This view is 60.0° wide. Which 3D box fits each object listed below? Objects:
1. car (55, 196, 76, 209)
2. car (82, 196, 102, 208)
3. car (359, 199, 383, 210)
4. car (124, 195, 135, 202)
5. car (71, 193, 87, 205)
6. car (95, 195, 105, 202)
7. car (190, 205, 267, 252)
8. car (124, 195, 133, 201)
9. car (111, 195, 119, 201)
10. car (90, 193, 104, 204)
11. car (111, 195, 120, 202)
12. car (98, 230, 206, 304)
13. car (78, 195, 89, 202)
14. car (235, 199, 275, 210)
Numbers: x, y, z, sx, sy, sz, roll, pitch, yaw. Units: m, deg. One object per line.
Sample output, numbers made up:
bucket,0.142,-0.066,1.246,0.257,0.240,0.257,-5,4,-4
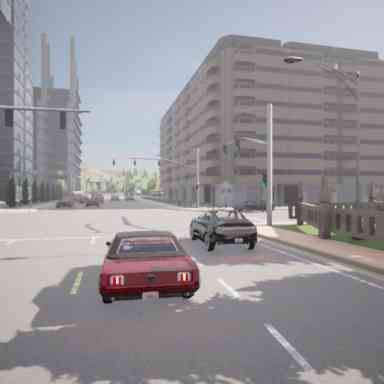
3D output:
car,-17.396,1.597,45.468,1.895,1.301,4.718,0,0,-14
car,-14.703,1.596,49.235,1.895,1.301,4.718,0,0,-13
car,22.974,1.599,41.748,5.357,1.411,2.033,0,0,-14
car,-14.764,1.584,79.457,1.895,1.301,4.718,0,0,-14
car,-20.997,1.214,60.461,2.150,2.045,5.566,0,0,-13
car,-21.503,1.508,77.546,2.128,1.511,4.902,0,0,-14
car,1.155,1.490,14.081,2.128,1.511,4.902,0,0,-12
car,-17.135,1.527,89.204,2.033,1.411,5.357,0,0,-14
car,-20.536,1.540,88.376,1.994,1.385,4.181,0,0,-14
car,-17.947,1.217,62.782,2.150,2.045,5.566,0,0,-13
car,-18.155,1.541,78.589,1.994,1.385,4.181,0,0,-14
car,-1.173,1.600,8.230,1.895,1.301,4.718,0,0,-11
car,-24.602,1.470,75.477,1.882,1.535,5.008,0,0,-14
car,7.006,1.555,37.773,4.892,1.490,1.837,-1,0,-14
